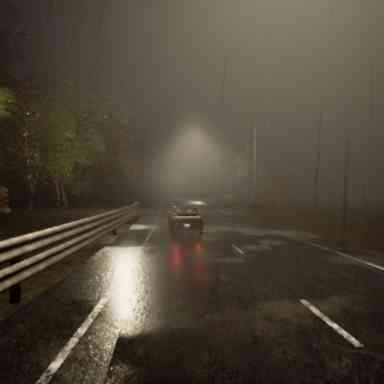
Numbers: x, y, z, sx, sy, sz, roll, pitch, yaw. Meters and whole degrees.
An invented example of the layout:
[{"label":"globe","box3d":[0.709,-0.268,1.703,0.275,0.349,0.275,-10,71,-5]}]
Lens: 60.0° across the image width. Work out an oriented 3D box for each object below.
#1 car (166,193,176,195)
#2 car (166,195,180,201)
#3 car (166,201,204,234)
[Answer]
[{"label":"car","box3d":[-4.302,1.468,68.388,2.128,1.511,4.902,0,0,-4]},{"label":"car","box3d":[-2.618,1.549,46.950,1.994,1.385,4.181,0,0,-4]},{"label":"car","box3d":[-0.436,1.487,19.131,2.128,1.511,4.902,0,0,-4]}]
